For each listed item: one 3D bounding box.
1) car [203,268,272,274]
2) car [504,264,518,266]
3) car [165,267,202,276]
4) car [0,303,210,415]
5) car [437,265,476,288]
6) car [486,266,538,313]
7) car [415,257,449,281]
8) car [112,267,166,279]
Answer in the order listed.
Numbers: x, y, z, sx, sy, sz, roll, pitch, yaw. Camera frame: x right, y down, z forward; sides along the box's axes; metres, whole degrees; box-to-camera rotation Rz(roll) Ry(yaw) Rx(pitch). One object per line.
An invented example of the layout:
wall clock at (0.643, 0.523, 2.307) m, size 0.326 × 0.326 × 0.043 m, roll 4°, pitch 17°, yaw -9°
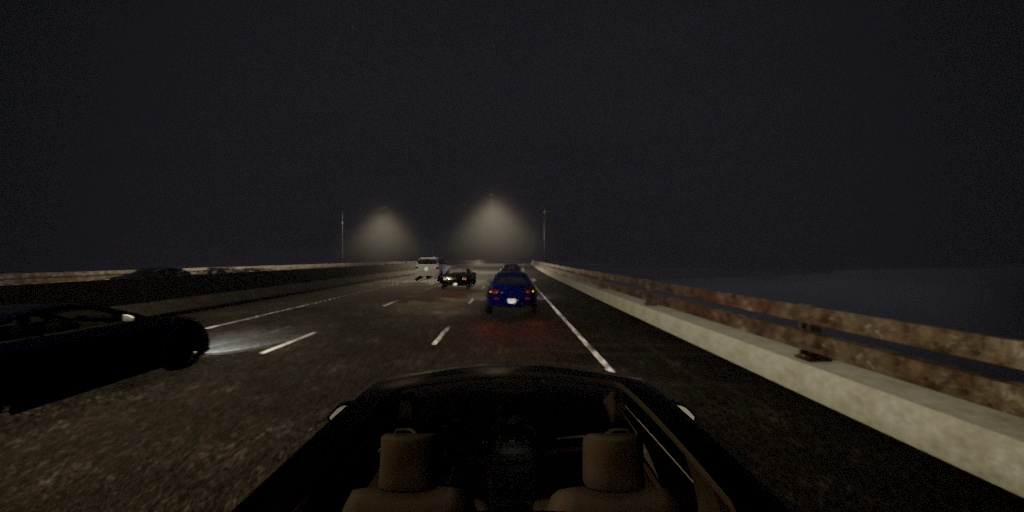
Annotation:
car at (-17.754, 1.515, 24.531) m, size 2.033 × 1.411 × 5.357 m, roll 0°, pitch 0°, yaw 0°
car at (-0.063, 1.415, 31.038) m, size 2.033 × 1.411 × 5.357 m, roll 0°, pitch 0°, yaw 0°
car at (-21.250, 1.546, 25.878) m, size 2.033 × 1.411 × 5.357 m, roll 0°, pitch 0°, yaw 0°
car at (-6.909, 1.376, 5.280) m, size 1.994 × 1.385 × 4.181 m, roll 0°, pitch 0°, yaw -1°
car at (-3.564, 1.464, 24.627) m, size 1.895 × 1.301 × 4.718 m, roll 0°, pitch 0°, yaw 0°
car at (-0.016, 1.320, 14.139) m, size 1.812 × 1.442 × 4.674 m, roll 0°, pitch 0°, yaw 0°
car at (-7.072, 1.147, 32.308) m, size 2.150 × 2.045 × 5.566 m, roll 0°, pitch 0°, yaw 0°
car at (-24.746, 1.522, 24.789) m, size 1.837 × 1.490 × 4.892 m, roll 0°, pitch 0°, yaw 0°
